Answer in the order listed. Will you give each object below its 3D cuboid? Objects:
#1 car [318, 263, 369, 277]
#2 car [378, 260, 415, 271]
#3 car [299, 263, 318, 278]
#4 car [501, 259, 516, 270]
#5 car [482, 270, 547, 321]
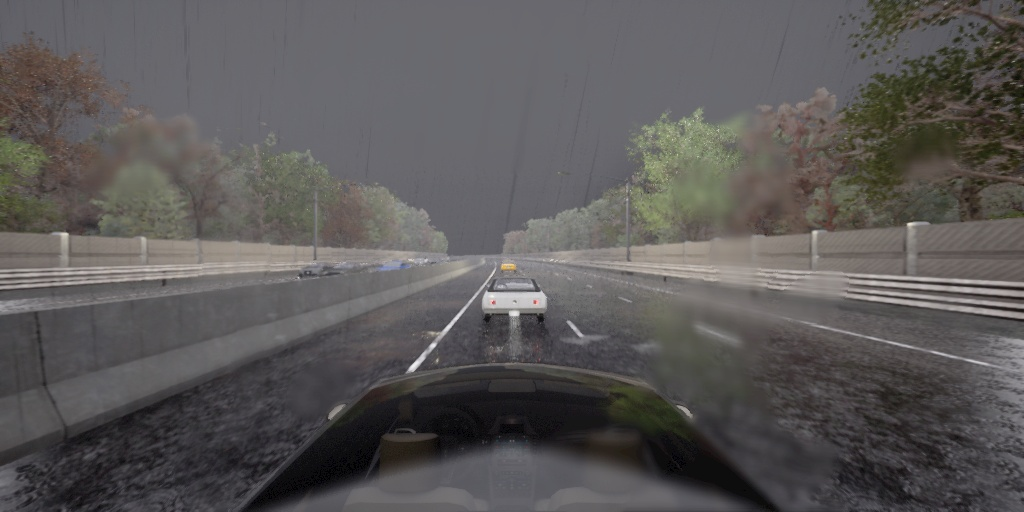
[{"bbox_3d":[-14.370,1.299,31.463,2.033,1.411,5.357,0,0,-1],"label":"car"},{"bbox_3d":[-10.903,1.229,33.361,1.882,1.535,5.008,0,0,-1],"label":"car"},{"bbox_3d":[-17.903,1.315,33.361,1.994,1.385,4.181,0,0,-1],"label":"car"},{"bbox_3d":[-0.451,1.211,44.798,1.801,1.575,5.366,0,0,-1],"label":"car"},{"bbox_3d":[0.056,1.352,12.434,1.895,1.301,4.718,0,0,0],"label":"car"}]
